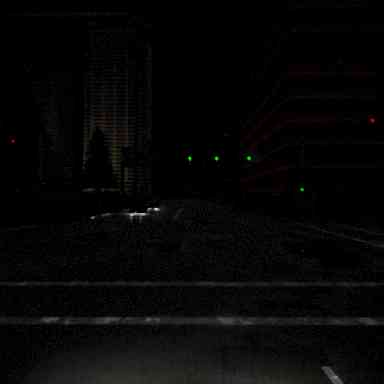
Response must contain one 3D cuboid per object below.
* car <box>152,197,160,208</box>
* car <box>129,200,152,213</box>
[{"bbox_3d":[-7.047,2.112,60.581,1.882,1.535,5.008,0,0,1],"label":"car"},{"bbox_3d":[-7.094,2.015,44.674,2.033,1.411,5.357,0,-1,0],"label":"car"}]
